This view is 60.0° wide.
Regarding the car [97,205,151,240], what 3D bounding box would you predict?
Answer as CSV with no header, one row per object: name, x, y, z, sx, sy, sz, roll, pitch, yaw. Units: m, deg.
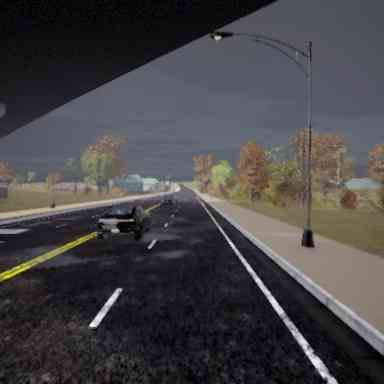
car,-3.153,1.370,16.078,2.128,1.511,4.902,0,0,0

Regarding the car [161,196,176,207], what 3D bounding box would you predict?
car,-3.160,1.213,44.616,2.033,1.411,5.357,0,0,0
